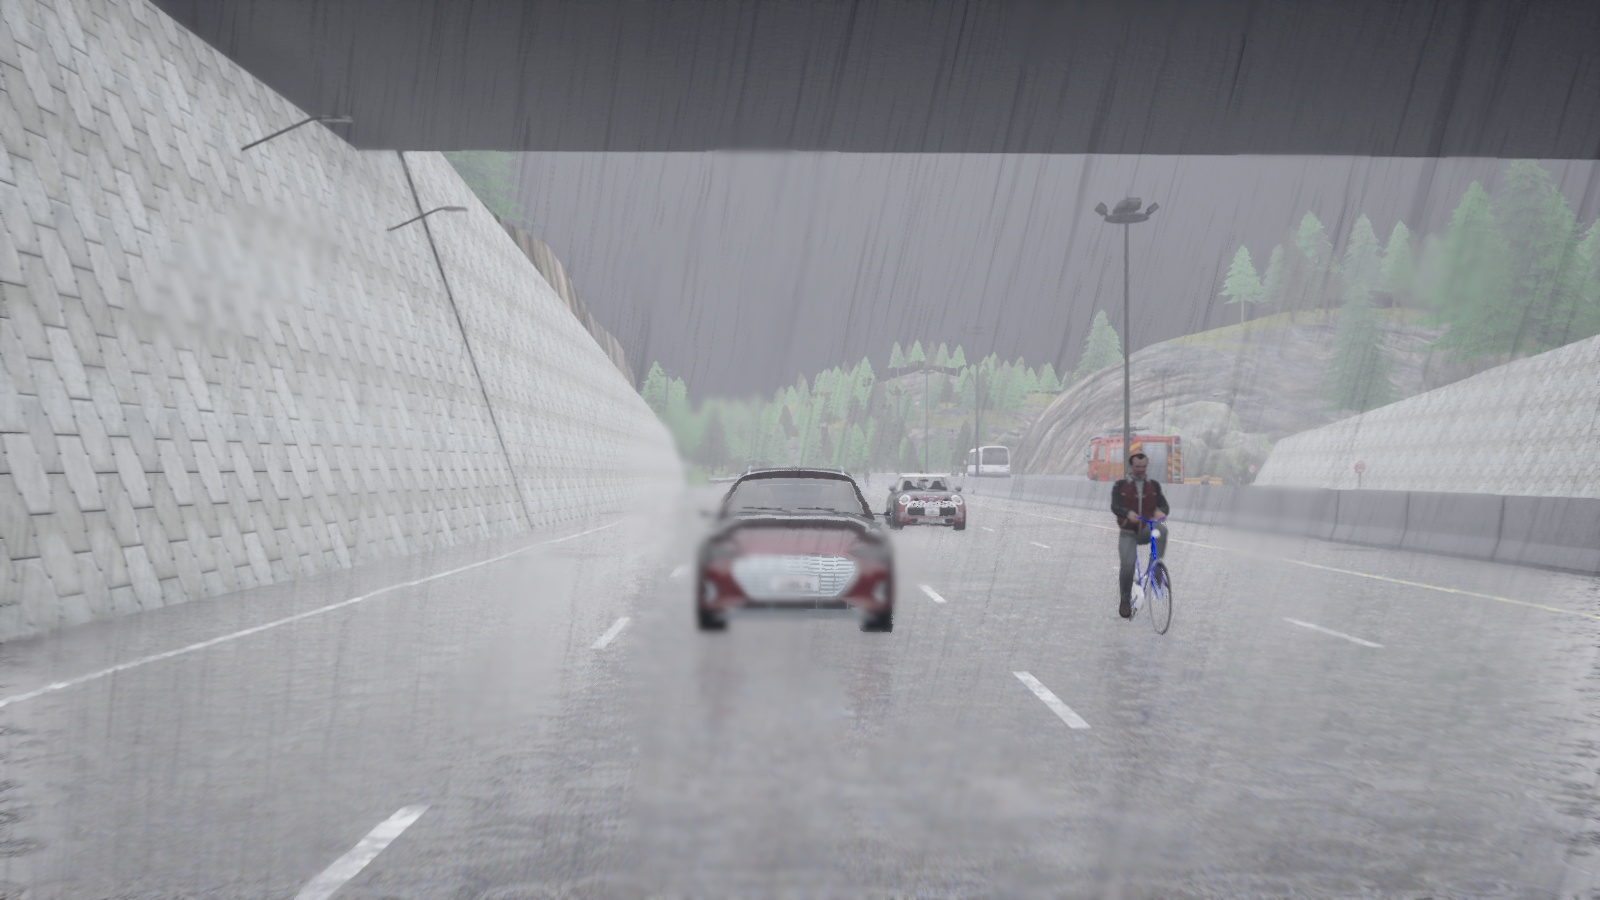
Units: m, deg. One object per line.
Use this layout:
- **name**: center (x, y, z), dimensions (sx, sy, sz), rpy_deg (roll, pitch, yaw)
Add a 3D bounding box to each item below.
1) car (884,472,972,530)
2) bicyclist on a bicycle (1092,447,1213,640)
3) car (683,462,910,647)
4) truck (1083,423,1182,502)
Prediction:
- **car**: center (3.391, 1.335, 33.951), dimensions (1.970, 1.475, 3.806), rpy_deg (0, -1, 0)
- **bicyclist on a bicycle**: center (3.466, 0.880, 12.499), dimensions (0.659, 1.776, 1.843), rpy_deg (0, -1, 0)
- **car**: center (-0.038, 0.974, 13.701), dimensions (2.033, 1.649, 4.856), rpy_deg (0, -1, 0)
- **truck**: center (17.274, 0.682, 65.811), dimensions (2.891, 3.827, 8.468), rpy_deg (0, -1, 0)
